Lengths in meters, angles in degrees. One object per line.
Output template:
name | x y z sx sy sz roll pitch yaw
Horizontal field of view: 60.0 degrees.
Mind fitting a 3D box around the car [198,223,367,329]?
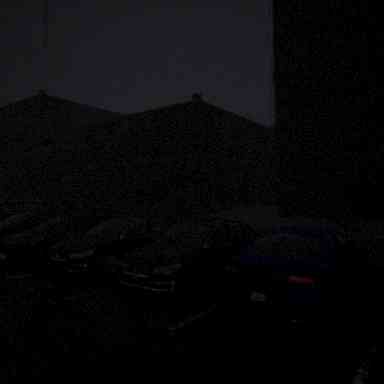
car | 2.463 1.481 7.193 2.097 1.535 5.008 0 0 36

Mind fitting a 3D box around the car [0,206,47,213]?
car | -6.505 1.521 13.603 2.097 1.535 5.008 0 0 36

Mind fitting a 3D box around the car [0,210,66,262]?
car | -4.282 1.535 11.974 2.163 1.488 4.792 0 0 36

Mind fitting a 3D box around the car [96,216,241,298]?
car | 0.226 1.487 8.802 2.231 1.521 4.892 0 0 36

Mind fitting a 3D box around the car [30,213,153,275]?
car | -2.018 1.495 10.403 2.231 1.521 4.892 0 0 36

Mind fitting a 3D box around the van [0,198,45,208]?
van | -8.587 1.314 15.224 1.878 1.987 4.442 -1 0 36
